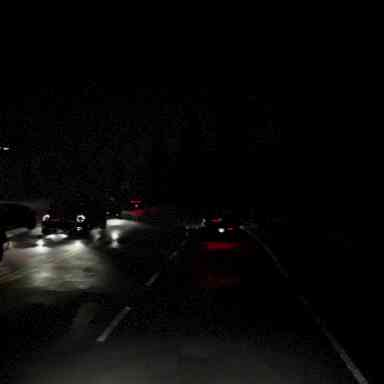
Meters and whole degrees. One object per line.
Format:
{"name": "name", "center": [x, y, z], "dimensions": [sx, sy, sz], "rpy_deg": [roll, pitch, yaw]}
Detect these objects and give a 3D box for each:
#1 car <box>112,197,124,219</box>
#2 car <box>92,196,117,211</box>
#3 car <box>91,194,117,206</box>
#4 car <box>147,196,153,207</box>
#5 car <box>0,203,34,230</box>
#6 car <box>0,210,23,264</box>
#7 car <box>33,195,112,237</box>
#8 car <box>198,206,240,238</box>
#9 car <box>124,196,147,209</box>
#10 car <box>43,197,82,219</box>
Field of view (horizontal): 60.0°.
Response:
{"name": "car", "center": [-6.709, 1.360, 26.820], "dimensions": [1.994, 1.385, 4.181], "rpy_deg": [1, 0, -12]}
{"name": "car", "center": [-9.680, 1.215, 36.359], "dimensions": [1.837, 1.490, 4.892], "rpy_deg": [1, 0, -24]}
{"name": "car", "center": [-12.788, 1.142, 48.275], "dimensions": [1.812, 1.442, 4.674], "rpy_deg": [1, 0, -41]}
{"name": "car", "center": [-7.108, 1.241, 46.147], "dimensions": [2.128, 1.511, 4.902], "rpy_deg": [1, 0, -32]}
{"name": "car", "center": [-9.342, 1.282, 16.432], "dimensions": [1.812, 1.442, 4.674], "rpy_deg": [1, 0, 2]}
{"name": "car", "center": [-6.453, 1.364, 8.070], "dimensions": [1.812, 1.442, 4.674], "rpy_deg": [1, 0, 5]}
{"name": "car", "center": [-5.851, 1.186, 17.034], "dimensions": [2.097, 1.767, 4.553], "rpy_deg": [1, 0, 0]}
{"name": "car", "center": [1.402, 1.502, 17.709], "dimensions": [1.837, 1.490, 4.892], "rpy_deg": [2, 0, 1]}
{"name": "car", "center": [-7.354, 1.261, 39.775], "dimensions": [1.837, 1.490, 4.892], "rpy_deg": [1, 0, -27]}
{"name": "car", "center": [-10.159, 1.210, 26.485], "dimensions": [2.128, 1.511, 4.902], "rpy_deg": [1, 0, -13]}
